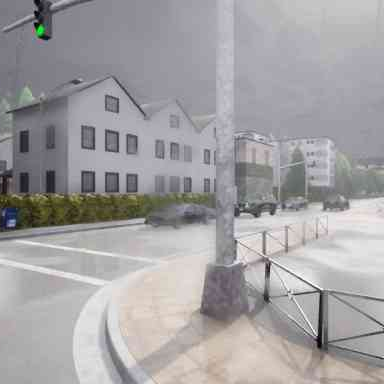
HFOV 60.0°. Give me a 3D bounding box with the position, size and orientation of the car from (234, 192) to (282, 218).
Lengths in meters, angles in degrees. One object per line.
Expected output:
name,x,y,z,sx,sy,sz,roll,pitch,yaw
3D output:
car,5.476,1.034,28.607,2.150,2.045,5.566,0,0,35

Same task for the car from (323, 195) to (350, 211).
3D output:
car,16.387,1.164,37.606,2.097,1.767,4.553,0,0,35

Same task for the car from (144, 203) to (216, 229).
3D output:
car,-0.490,1.360,20.195,2.033,1.411,5.357,0,0,35

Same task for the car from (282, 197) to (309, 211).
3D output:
car,11.545,1.304,37.088,2.128,1.511,4.902,0,0,36
